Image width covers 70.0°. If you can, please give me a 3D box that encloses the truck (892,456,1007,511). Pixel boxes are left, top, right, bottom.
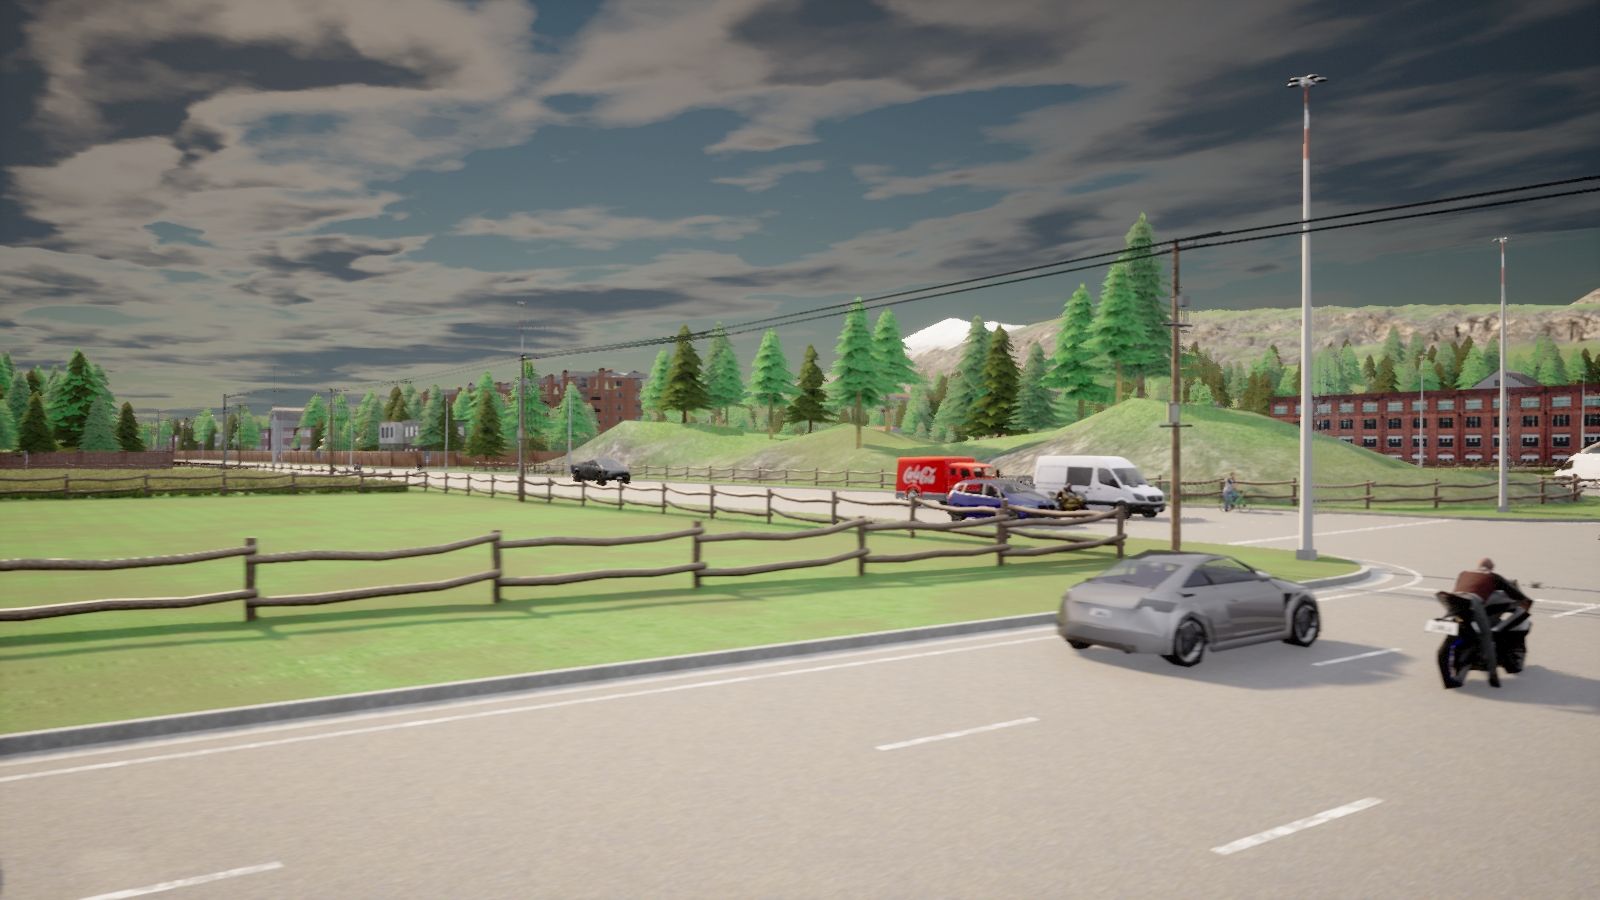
[{"bbox_3d":[7.217,1.568,55.590,2.627,2.467,5.204,0,0,-37],"label":"truck"}]

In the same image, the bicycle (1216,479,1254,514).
[{"bbox_3d":[19.380,2.056,50.883,0.373,1.496,1.643,0,0,-36],"label":"bicycle"}]

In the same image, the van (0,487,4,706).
[{"bbox_3d":[-8.220,1.530,6.589,5.915,2.561,1.988,1,-1,-35],"label":"van"}]

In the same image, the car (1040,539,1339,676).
[{"bbox_3d":[5.601,2.119,16.276,4.181,1.385,1.994,0,0,-36],"label":"car"}]

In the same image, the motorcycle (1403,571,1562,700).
[{"bbox_3d":[8.358,2.205,13.959,2.209,1.251,0.867,0,0,-36],"label":"motorcycle"}]

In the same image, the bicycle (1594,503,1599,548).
[{"bbox_3d":[23.428,2.158,32.248,1.487,1.276,0.859,0,-2,20],"label":"bicycle"}]

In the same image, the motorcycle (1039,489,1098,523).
[{"bbox_3d":[10.589,2.205,45.122,0.867,1.251,2.209,0,0,-36],"label":"motorcycle"}]

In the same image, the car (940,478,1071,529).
[{"bbox_3d":[7.691,1.966,43.159,2.242,1.667,4.611,0,0,-35],"label":"car"}]

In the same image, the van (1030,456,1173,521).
[{"bbox_3d":[12.630,1.534,48.271,1.988,2.561,5.915,0,0,-36],"label":"van"}]
